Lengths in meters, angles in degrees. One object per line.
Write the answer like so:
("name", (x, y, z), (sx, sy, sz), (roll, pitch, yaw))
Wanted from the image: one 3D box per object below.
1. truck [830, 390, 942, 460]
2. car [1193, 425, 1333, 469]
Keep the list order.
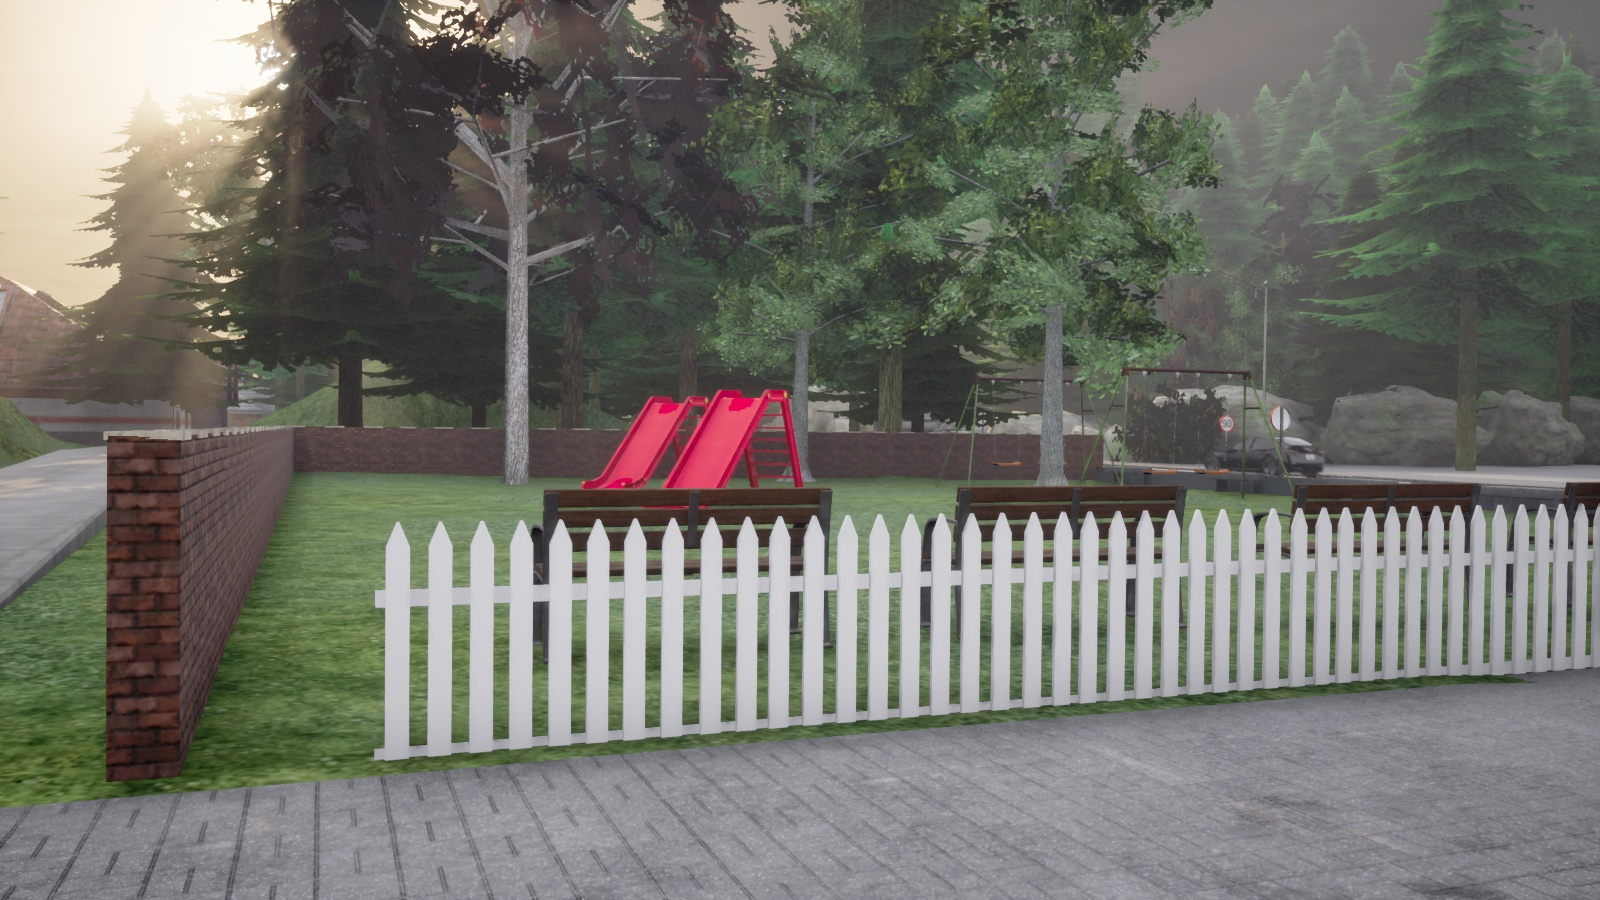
("truck", (4.460, -1.322, 67.019), (2.891, 3.462, 7.936), (-1, 1, -21))
("car", (16.824, -0.130, 45.870), (2.163, 1.488, 4.792), (-1, 1, -21))
